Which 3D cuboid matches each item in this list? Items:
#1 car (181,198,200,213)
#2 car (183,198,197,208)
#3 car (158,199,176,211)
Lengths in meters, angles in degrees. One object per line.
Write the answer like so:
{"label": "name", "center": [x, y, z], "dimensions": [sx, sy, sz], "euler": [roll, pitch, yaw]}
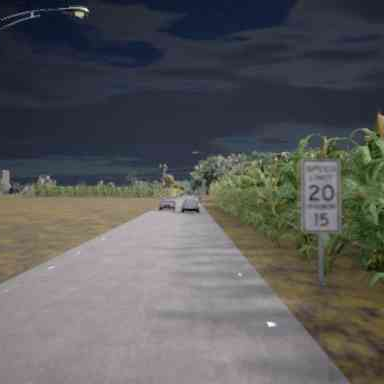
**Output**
{"label": "car", "center": [-0.182, 1.527, 36.637], "dimensions": [1.994, 1.385, 4.181], "euler": [0, 0, 0]}
{"label": "car", "center": [-0.230, 1.549, 47.617], "dimensions": [1.895, 1.301, 4.718], "euler": [0, 0, 0]}
{"label": "car", "center": [-2.954, 1.521, 40.763], "dimensions": [1.994, 1.385, 4.181], "euler": [0, 0, 0]}
